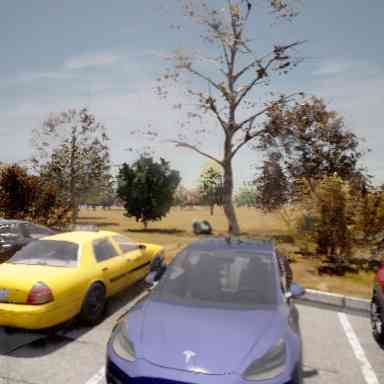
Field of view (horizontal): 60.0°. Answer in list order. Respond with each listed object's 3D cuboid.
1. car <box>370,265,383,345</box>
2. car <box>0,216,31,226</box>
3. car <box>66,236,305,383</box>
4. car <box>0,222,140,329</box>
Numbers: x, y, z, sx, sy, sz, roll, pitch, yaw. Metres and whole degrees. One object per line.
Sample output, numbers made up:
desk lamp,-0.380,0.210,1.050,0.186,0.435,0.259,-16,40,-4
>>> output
car,3.323,1.359,3.172,2.185,1.767,4.553,1,-1,16
car,-4.974,1.495,9.052,2.231,1.521,4.892,0,-1,16
car,0.548,1.517,5.084,2.163,1.488,4.792,1,-1,16
car,-2.165,1.490,7.264,1.946,1.575,5.366,0,-1,16
